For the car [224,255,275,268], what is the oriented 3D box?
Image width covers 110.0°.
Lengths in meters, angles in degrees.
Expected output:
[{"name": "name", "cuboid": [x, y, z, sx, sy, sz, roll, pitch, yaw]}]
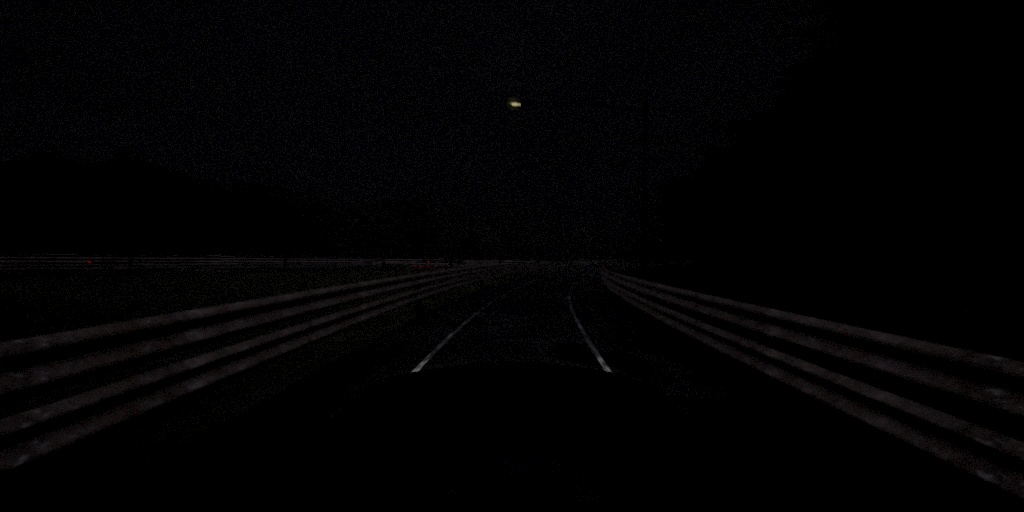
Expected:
[{"name": "car", "cuboid": [-31.220, 0.618, 42.809, 2.128, 1.511, 4.902, 1, 0, 40]}]

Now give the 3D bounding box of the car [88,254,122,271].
[{"name": "car", "cuboid": [-35.013, 0.553, 32.918, 2.033, 1.411, 5.357, 1, 0, 40]}]

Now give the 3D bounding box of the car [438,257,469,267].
[{"name": "car", "cuboid": [-9.087, 0.927, 58.060, 2.097, 1.767, 4.553, 1, 0, 40]}]

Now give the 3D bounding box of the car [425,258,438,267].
[{"name": "car", "cuboid": [-11.744, 1.148, 60.344, 1.895, 1.301, 4.718, 1, 0, 40]}]

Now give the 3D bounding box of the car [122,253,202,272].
[{"name": "car", "cuboid": [-31.048, 0.557, 32.180, 1.882, 1.535, 5.008, 1, 0, 40]}]
